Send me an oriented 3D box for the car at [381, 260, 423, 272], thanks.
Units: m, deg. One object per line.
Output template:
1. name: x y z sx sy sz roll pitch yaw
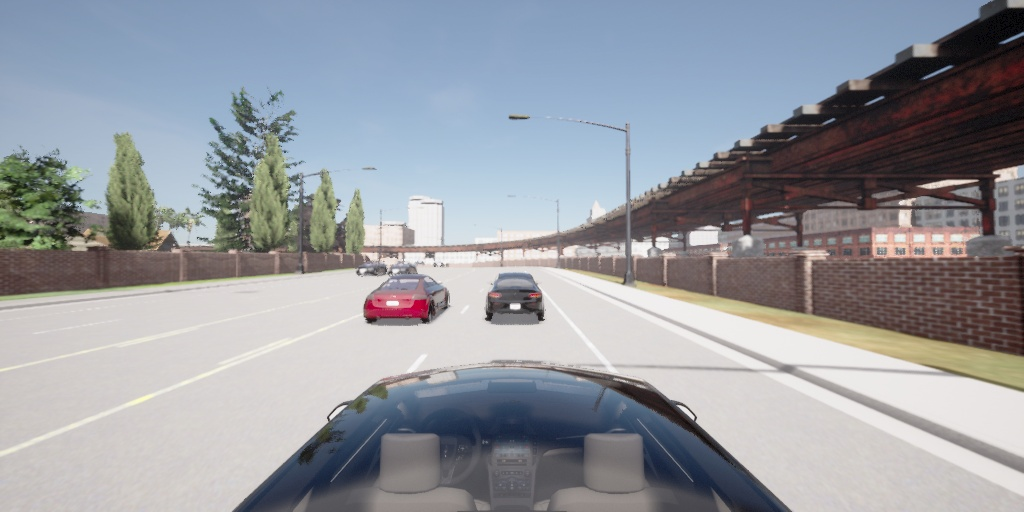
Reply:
1. car: -10.614 1.252 35.049 2.128 1.511 4.902 0 0 0

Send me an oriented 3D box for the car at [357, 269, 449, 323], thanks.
1. car: -3.402 1.317 12.226 1.994 1.385 4.181 0 0 0

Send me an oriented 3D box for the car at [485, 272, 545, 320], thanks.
1. car: 0.084 1.279 12.516 1.812 1.442 4.674 0 0 0

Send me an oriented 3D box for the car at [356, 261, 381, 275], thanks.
1. car: -14.117 1.252 36.330 2.128 1.511 4.902 0 0 0
